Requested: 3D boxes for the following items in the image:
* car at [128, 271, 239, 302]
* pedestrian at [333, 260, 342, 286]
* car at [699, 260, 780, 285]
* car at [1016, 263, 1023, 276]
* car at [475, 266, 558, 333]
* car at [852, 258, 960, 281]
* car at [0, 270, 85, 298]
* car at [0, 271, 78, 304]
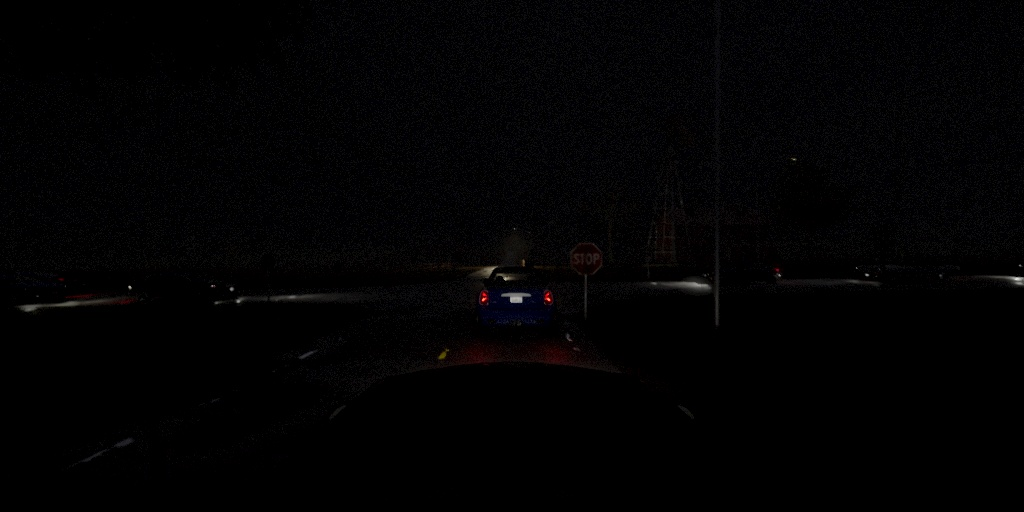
[{"bbox_3d":[-17.295,1.544,19.013,4.902,1.511,2.128,-1,1,0],"label":"car"},{"bbox_3d":[-12.154,1.158,24.955,0.375,1.860,0.375,0,2,0],"label":"pedestrian"},{"bbox_3d":[13.743,0.962,21.800,4.181,1.385,1.994,-1,1,0],"label":"car"},{"bbox_3d":[33.743,0.520,21.674,4.674,1.442,1.812,-1,1,1],"label":"car"},{"bbox_3d":[0.102,1.086,10.872,2.097,1.767,4.553,0,0,0],"label":"car"},{"bbox_3d":[23.731,0.800,21.742,4.718,1.301,1.895,-1,1,0],"label":"car"},{"bbox_3d":[-29.894,1.701,22.030,5.008,1.535,1.882,-1,1,0],"label":"car"},{"bbox_3d":[-26.767,1.703,19.065,5.008,1.535,1.882,-1,1,1],"label":"car"}]
